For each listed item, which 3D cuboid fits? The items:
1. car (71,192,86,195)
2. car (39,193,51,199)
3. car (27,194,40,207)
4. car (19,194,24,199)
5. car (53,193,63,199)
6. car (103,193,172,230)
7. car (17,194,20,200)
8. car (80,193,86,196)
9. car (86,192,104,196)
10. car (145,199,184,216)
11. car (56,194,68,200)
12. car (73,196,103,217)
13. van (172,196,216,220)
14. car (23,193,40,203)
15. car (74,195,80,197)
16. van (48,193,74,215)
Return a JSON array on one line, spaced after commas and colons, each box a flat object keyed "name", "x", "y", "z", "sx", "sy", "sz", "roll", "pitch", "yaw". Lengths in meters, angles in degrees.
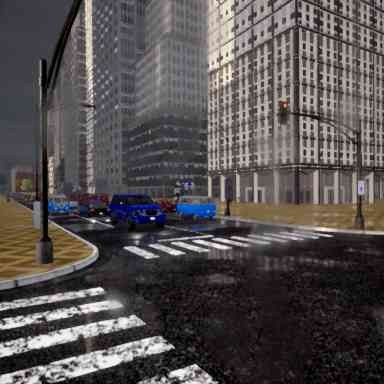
[{"name": "car", "x": -19.571, "y": 0.994, "z": 59.626, "sx": 2.192, "sy": 1.841, "sz": 5.009, "roll": 0, "pitch": 0, "yaw": -31}, {"name": "car", "x": -37.387, "y": 1.070, "z": 84.481, "sx": 2.128, "sy": 1.511, "sz": 4.902, "roll": -1, "pitch": 1, "yaw": -31}, {"name": "car", "x": -21.148, "y": 1.365, "z": 45.826, "sx": 1.947, "sy": 1.339, "sz": 4.313, "roll": 0, "pitch": 0, "yaw": -31}, {"name": "car", "x": -29.602, "y": 1.300, "z": 60.133, "sx": 1.802, "sy": 1.307, "sz": 4.206, "roll": 0, "pitch": 0, "yaw": -31}, {"name": "car", "x": -33.748, "y": 1.068, "z": 83.617, "sx": 1.752, "sy": 1.417, "sz": 4.829, "roll": 0, "pitch": 0, "yaw": -31}, {"name": "car", "x": -3.648, "y": 1.142, "z": 21.292, "sx": 2.150, "sy": 2.045, "sz": 5.566, "roll": -1, "pitch": 1, "yaw": -31}, {"name": "car", "x": -40.876, "y": 1.192, "z": 79.207, "sx": 1.802, "sy": 1.307, "sz": 4.206, "roll": 0, "pitch": 0, "yaw": -31}, {"name": "car", "x": -16.752, "y": 1.250, "z": 54.858, "sx": 1.887, "sy": 1.381, "sz": 4.507, "roll": 0, "pitch": 0, "yaw": -31}, {"name": "car", "x": -13.934, "y": 1.047, "z": 50.088, "sx": 2.192, "sy": 1.841, "sz": 5.009, "roll": 0, "pitch": 0, "yaw": -31}, {"name": "car", "x": -2.642, "y": 1.382, "z": 31.029, "sx": 1.887, "sy": 1.381, "sz": 4.507, "roll": 0, "pitch": 0, "yaw": -31}, {"name": "car", "x": -30.843, "y": 1.121, "z": 78.702, "sx": 2.008, "sy": 1.369, "sz": 4.403, "roll": 0, "pitch": 0, "yaw": -31}, {"name": "car", "x": -9.036, "y": 1.418, "z": 30.415, "sx": 2.033, "sy": 1.411, "sz": 5.357, "roll": -1, "pitch": 1, "yaw": -31}, {"name": "van", "x": 0.253, "y": 1.203, "z": 26.306, "sx": 1.690, "sy": 1.788, "sz": 3.998, "roll": 0, "pitch": 0, "yaw": -31}, {"name": "car", "x": -23.966, "y": 1.323, "z": 50.594, "sx": 2.008, "sy": 1.369, "sz": 4.403, "roll": 0, "pitch": 0, "yaw": -31}, {"name": "car", "x": -15.509, "y": 1.411, "z": 41.408, "sx": 1.895, "sy": 1.301, "sz": 4.718, "roll": -1, "pitch": 1, "yaw": -30}, {"name": "van", "x": -12.693, "y": 1.219, "z": 31.519, "sx": 1.690, "sy": 1.788, "sz": 3.998, "roll": 0, "pitch": 0, "yaw": -31}]
